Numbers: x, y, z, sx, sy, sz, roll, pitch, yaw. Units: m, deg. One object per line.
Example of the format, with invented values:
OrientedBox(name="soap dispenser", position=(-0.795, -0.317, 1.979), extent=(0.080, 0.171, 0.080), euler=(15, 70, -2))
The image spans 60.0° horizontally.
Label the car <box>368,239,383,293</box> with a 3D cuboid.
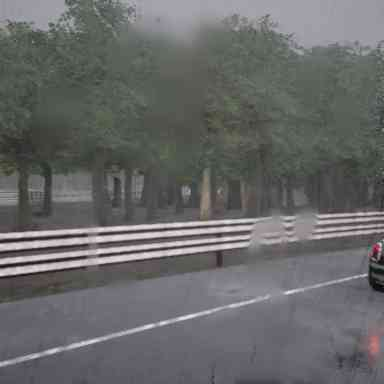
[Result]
OrientedBox(name="car", position=(6.080, 1.336, 7.448), extent=(4.553, 1.767, 2.097), euler=(0, 0, -31))
